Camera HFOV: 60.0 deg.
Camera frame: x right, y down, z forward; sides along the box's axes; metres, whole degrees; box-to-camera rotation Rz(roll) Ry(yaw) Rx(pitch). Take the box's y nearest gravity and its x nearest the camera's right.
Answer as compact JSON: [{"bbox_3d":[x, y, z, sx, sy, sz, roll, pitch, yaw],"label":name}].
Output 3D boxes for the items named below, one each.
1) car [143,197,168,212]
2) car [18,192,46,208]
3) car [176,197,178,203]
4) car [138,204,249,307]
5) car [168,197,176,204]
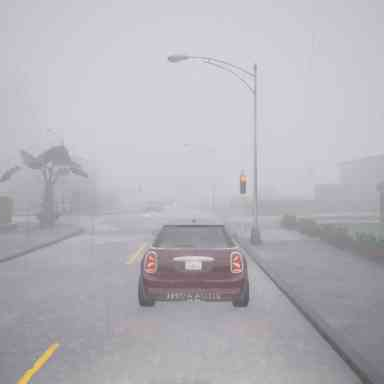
[{"bbox_3d":[-4.078,1.547,36.219,2.033,1.411,5.357,0,0,0],"label":"car"},{"bbox_3d":[-19.729,0.985,42.014,1.905,1.878,3.866,0,0,35],"label":"car"},{"bbox_3d":[-3.943,1.601,68.551,1.895,1.301,4.718,0,0,0],"label":"car"},{"bbox_3d":[0.050,1.352,8.139,2.097,1.767,4.553,0,0,1],"label":"car"},{"bbox_3d":[-4.051,1.564,53.040,1.994,1.385,4.181,0,0,0],"label":"car"}]
